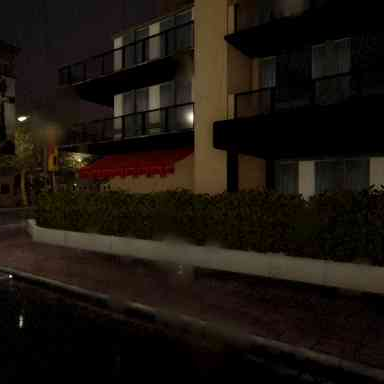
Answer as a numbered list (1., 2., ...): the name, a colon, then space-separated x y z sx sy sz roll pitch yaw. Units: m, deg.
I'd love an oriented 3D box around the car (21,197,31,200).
1. car: -35.601 1.481 67.658 4.892 1.521 2.231 0 0 36
